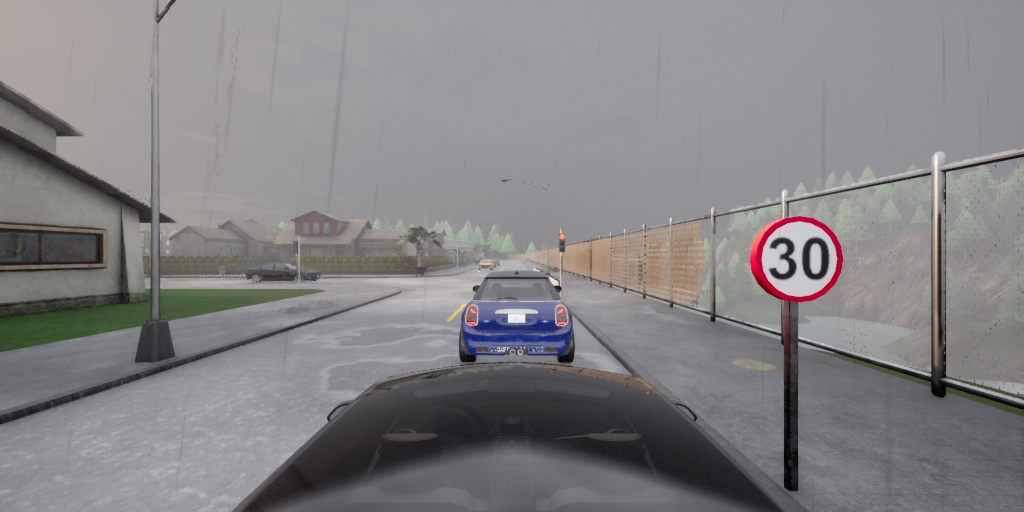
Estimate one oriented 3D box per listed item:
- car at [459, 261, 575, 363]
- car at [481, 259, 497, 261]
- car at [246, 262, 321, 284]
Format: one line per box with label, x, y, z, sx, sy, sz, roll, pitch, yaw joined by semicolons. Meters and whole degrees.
car;0.116;1.102;8.344;2.097;1.767;4.553;0;0;1
car;-3.657;1.228;51.213;1.882;1.535;5.008;0;0;1
car;-16.875;1.228;26.622;5.008;1.535;1.882;0;0;1
